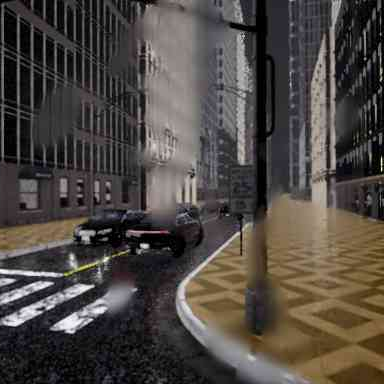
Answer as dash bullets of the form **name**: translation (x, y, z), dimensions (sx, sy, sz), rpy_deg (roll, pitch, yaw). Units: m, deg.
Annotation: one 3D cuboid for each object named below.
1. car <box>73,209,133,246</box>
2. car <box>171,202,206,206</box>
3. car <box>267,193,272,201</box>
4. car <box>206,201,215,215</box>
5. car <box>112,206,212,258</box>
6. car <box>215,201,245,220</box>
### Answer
- **car**: translation (-3.484, 1.543, 15.279), dimensions (2.128, 1.511, 4.902), rpy_deg (0, 0, 15)
- **car**: translation (-0.782, 1.572, 25.173), dimensions (2.128, 1.511, 4.902), rpy_deg (0, 0, 16)
- **car**: translation (20.497, 1.779, 91.497), dimensions (2.128, 1.511, 4.902), rpy_deg (0, 0, 15)
- **car**: translation (2.119, 1.659, 35.807), dimensions (2.033, 1.411, 5.357), rpy_deg (0, 0, 15)
- **car**: translation (-0.878, 1.521, 13.047), dimensions (2.128, 1.511, 4.902), rpy_deg (0, 0, 15)
- **car**: translation (3.590, 1.585, 29.446), dimensions (1.837, 1.490, 4.892), rpy_deg (0, 0, 15)
